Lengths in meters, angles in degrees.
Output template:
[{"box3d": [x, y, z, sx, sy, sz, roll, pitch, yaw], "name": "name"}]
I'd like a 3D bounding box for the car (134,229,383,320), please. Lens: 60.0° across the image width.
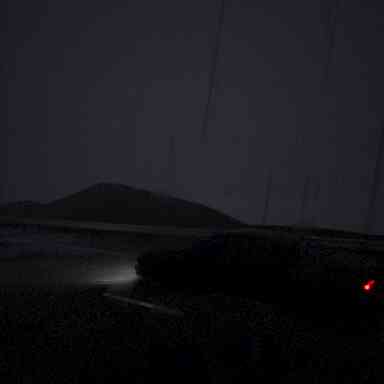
[{"box3d": [1.217, 1.541, 7.313, 5.357, 1.411, 2.033, 0, 0, 34], "name": "car"}]
